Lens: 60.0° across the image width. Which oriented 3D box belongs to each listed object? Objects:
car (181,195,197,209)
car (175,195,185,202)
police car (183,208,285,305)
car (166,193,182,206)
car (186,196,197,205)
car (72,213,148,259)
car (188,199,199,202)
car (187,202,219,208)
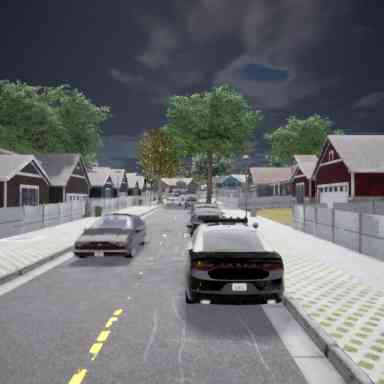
[{"bbox_3d":[-0.041,1.481,46.094,2.128,1.511,4.902,0,0,0],"label":"car"},{"bbox_3d":[-2.880,1.492,80.275,2.128,1.511,4.902,0,0,0],"label":"car"},{"bbox_3d":[0.811,1.427,8.295,1.930,1.638,5.238,0,0,0],"label":"police car"},{"bbox_3d":[-2.931,1.209,53.484,2.150,2.045,5.566,0,0,0],"label":"car"},{"bbox_3d":[-0.096,1.515,60.490,1.812,1.442,4.674,0,0,0],"label":"car"},{"bbox_3d":[-2.872,1.548,12.920,2.033,1.411,5.357,0,0,0],"label":"car"},{"bbox_3d":[0.786,1.502,24.190,1.837,1.490,4.892,0,0,0],"label":"car"},{"bbox_3d":[0.795,1.504,18.188,1.837,1.490,4.892,0,0,0],"label":"car"}]
